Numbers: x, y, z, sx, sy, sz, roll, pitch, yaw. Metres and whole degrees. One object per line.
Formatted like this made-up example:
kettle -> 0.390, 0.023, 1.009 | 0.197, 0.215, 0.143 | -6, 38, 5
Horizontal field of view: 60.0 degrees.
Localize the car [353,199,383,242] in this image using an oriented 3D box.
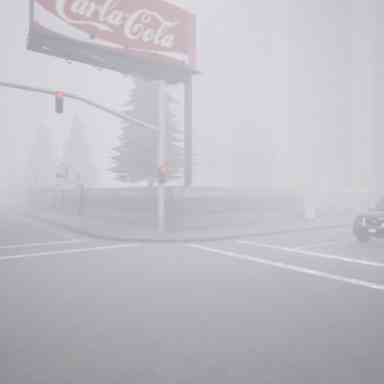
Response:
car -> 9.717, 1.234, 15.201 | 5.566, 2.045, 2.150 | 0, 0, -34
